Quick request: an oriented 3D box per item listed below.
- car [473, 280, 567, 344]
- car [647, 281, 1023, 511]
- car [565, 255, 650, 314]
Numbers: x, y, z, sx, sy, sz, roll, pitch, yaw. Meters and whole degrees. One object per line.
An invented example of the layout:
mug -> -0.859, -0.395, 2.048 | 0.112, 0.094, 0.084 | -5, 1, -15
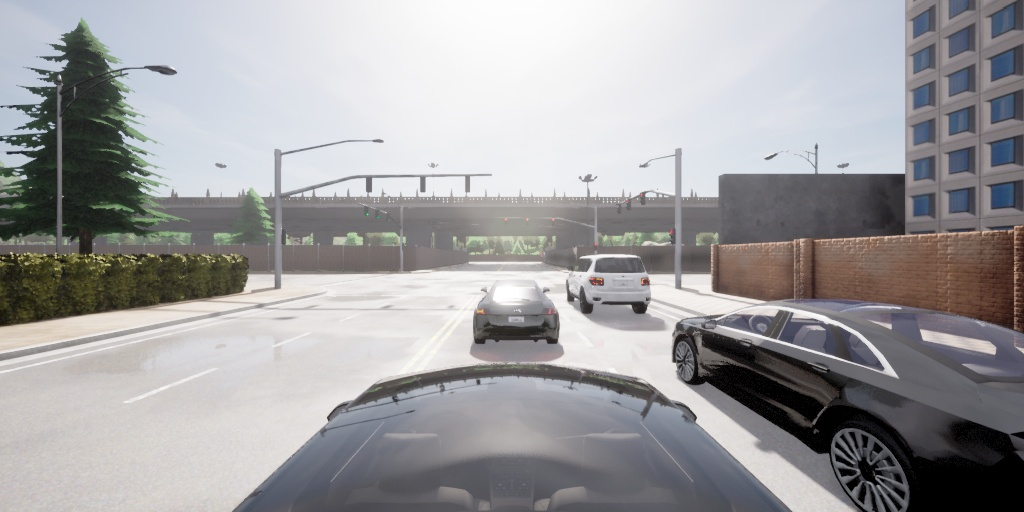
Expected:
car -> 0.092, 1.314, 9.586 | 1.994, 1.385, 4.181 | 0, 0, 0
car -> 3.595, 1.242, 4.126 | 2.128, 1.511, 4.902 | 0, 0, 0
car -> 3.488, 0.971, 13.931 | 2.150, 2.045, 5.566 | 0, 0, 0
